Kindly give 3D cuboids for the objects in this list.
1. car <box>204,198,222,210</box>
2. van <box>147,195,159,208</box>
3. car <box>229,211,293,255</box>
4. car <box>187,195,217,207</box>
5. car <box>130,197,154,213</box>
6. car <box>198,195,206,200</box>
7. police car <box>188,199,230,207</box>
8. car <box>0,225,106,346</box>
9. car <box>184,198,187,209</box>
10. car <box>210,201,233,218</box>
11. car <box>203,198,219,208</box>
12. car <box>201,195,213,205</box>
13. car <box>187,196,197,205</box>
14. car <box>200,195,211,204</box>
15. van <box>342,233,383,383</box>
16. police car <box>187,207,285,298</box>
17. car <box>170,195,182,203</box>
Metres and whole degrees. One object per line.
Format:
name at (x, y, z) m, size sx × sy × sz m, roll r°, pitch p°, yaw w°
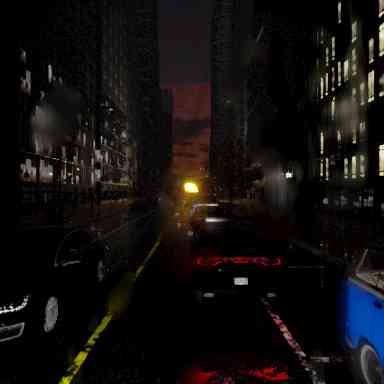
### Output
car at (2.670, 1.544, 42.382) m, size 2.008 × 1.369 × 4.403 m, roll 0°, pitch 0°, yaw 0°
van at (-5.713, 1.328, 48.074) m, size 1.690 × 1.788 × 3.998 m, roll 0°, pitch 0°, yaw 0°
car at (2.684, 1.582, 13.919) m, size 1.802 × 1.307 × 4.206 m, roll 0°, pitch 0°, yaw 0°
car at (0.888, 1.224, 24.583) m, size 2.150 × 2.045 × 5.566 m, roll 0°, pitch 0°, yaw 0°
car at (-5.708, 1.548, 36.689) m, size 2.008 × 1.369 × 4.403 m, roll 0°, pitch 0°, yaw 0°
car at (2.649, 1.462, 87.921) m, size 1.887 × 1.381 × 4.507 m, roll 0°, pitch 0°, yaw 0°
police car at (0.891, 1.425, 18.663) m, size 1.930 × 1.638 × 5.238 m, roll 0°, pitch 0°, yaw 0°
car at (-3.103, 1.504, 6.667) m, size 1.837 × 1.490 × 4.892 m, roll 0°, pitch 0°, yaw 0°
car at (-0.008, 1.515, 46.166) m, size 1.812 × 1.442 × 4.674 m, roll 0°, pitch 0°, yaw 1°
car at (2.676, 1.581, 30.997) m, size 1.802 × 1.307 × 4.206 m, roll 0°, pitch 0°, yaw 0°
car at (2.668, 1.538, 48.074) m, size 2.008 × 1.369 × 4.403 m, roll 0°, pitch 0°, yaw 0°
car at (2.662, 1.410, 59.459) m, size 1.967 × 1.590 × 4.097 m, roll 0°, pitch 0°, yaw 0°
car at (-0.029, 1.474, 60.127) m, size 1.837 × 1.490 × 4.892 m, roll 0°, pitch 0°, yaw 0°
car at (2.660, 1.401, 65.151) m, size 1.967 × 1.590 × 4.097 m, roll 0°, pitch 0°, yaw 0°
van at (2.689, 1.341, 2.535) m, size 1.690 × 1.788 × 3.998 m, roll 0°, pitch 0°, yaw 0°
police car at (0.896, 1.425, 8.663) m, size 1.930 × 1.638 × 5.238 m, roll 0°, pitch 0°, yaw 0°
car at (-3.032, 1.312, 65.487) m, size 2.097 × 1.767 × 4.553 m, roll 0°, pitch 0°, yaw 0°
